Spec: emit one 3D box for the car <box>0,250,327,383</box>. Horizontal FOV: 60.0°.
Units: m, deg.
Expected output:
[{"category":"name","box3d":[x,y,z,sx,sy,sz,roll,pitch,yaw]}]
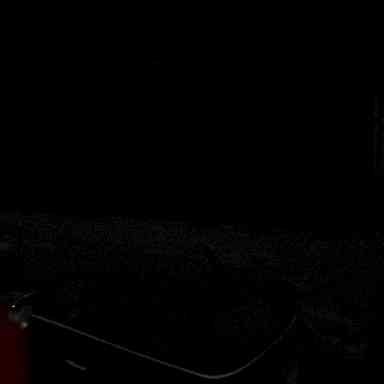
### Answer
[{"category":"car","box3d":[-0.815,1.420,3.652,4.097,1.590,1.967,1,1,35]}]
